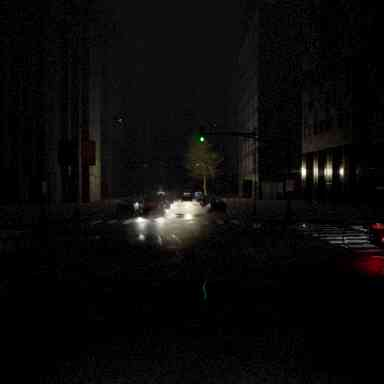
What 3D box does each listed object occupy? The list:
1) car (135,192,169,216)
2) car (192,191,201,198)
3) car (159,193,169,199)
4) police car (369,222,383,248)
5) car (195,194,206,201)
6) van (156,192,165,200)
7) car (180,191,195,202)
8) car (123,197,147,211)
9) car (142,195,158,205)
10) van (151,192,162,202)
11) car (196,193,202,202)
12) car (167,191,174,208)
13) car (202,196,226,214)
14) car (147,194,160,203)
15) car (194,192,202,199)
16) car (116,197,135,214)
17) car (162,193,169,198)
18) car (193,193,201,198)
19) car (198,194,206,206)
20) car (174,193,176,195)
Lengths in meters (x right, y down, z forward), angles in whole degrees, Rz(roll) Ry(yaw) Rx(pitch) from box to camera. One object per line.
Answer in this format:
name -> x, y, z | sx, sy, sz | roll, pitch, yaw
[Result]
car -> -3.459, 1.145, 29.528 | 2.097, 1.767, 4.553 | 0, 0, -2
car -> 1.280, 0.736, 95.598 | 2.192, 1.841, 5.009 | 0, 0, -1
car -> -7.059, 1.012, 84.278 | 2.008, 1.369, 4.403 | 0, 0, -1
police car -> 8.418, 1.275, 10.374 | 4.974, 1.542, 2.038 | -1, 0, -1
car -> 1.718, 1.134, 69.159 | 1.947, 1.339, 4.313 | 0, 0, -1
van -> -6.879, 0.863, 73.452 | 1.690, 1.788, 3.998 | 0, 0, -1
car -> -0.911, 1.086, 61.193 | 1.882, 1.535, 5.008 | 0, 0, -1
car -> -6.279, 1.289, 37.234 | 2.008, 1.369, 4.403 | 0, 0, -1
car -> -6.521, 1.215, 51.803 | 1.947, 1.339, 4.313 | 0, 0, -1
van -> -6.700, 0.926, 62.626 | 1.690, 1.788, 3.998 | 0, 0, -1
car -> 2.057, 1.240, 48.711 | 2.008, 1.369, 4.403 | 0, 0, -1
car -> -3.637, 1.084, 39.270 | 2.097, 1.767, 4.553 | 0, 0, -1
car -> 2.328, 1.341, 32.380 | 2.008, 1.369, 4.403 | 0, 0, -1
car -> -6.608, 1.143, 57.045 | 1.752, 1.417, 4.829 | 0, 0, -1
car -> 1.893, 1.181, 58.581 | 2.008, 1.369, 4.403 | 0, 0, -1
car -> -6.196, 1.320, 32.242 | 2.008, 1.369, 4.403 | 0, 0, -1
car -> -7.148, 1.013, 89.690 | 1.802, 1.307, 4.206 | 0, 0, -1
car -> 1.367, 1.000, 90.311 | 2.008, 1.369, 4.403 | 0, 0, -1
car -> 2.147, 1.267, 43.267 | 1.887, 1.381, 4.507 | 0, 0, -1
car -> -3.836, 1.257, 51.787 | 1.895, 1.301, 4.718 | 0, 0, -1
